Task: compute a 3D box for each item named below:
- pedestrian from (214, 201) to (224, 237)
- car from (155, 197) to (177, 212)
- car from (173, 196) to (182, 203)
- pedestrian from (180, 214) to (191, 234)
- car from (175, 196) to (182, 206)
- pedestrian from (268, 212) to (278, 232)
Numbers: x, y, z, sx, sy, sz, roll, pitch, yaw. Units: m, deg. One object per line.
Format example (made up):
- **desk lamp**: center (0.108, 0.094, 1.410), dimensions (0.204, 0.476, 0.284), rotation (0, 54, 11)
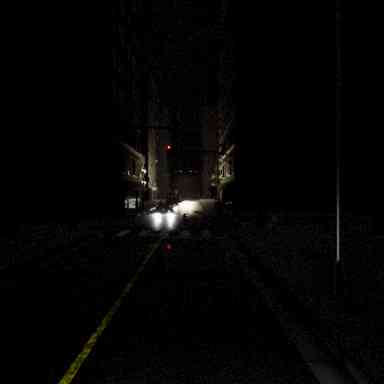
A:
- **pedestrian**: center (1.391, 1.296, 16.606), dimensions (0.375, 1.860, 0.375), rotation (0, 0, 0)
- **car**: center (-3.096, 1.612, 38.188), dimensions (1.895, 1.301, 4.718), rotation (0, 0, 0)
- **car**: center (-2.999, 1.546, 69.153), dimensions (1.812, 1.442, 4.674), rotation (0, 0, 0)
- **pedestrian**: center (-0.335, 1.296, 17.806), dimensions (0.375, 1.860, 0.375), rotation (0, 0, 0)
- **car**: center (-3.084, 1.508, 53.567), dimensions (2.128, 1.511, 4.902), rotation (0, 0, 0)
- **pedestrian**: center (4.210, 1.522, 17.205), dimensions (0.500, 1.100, 0.500), rotation (0, 0, 0)
